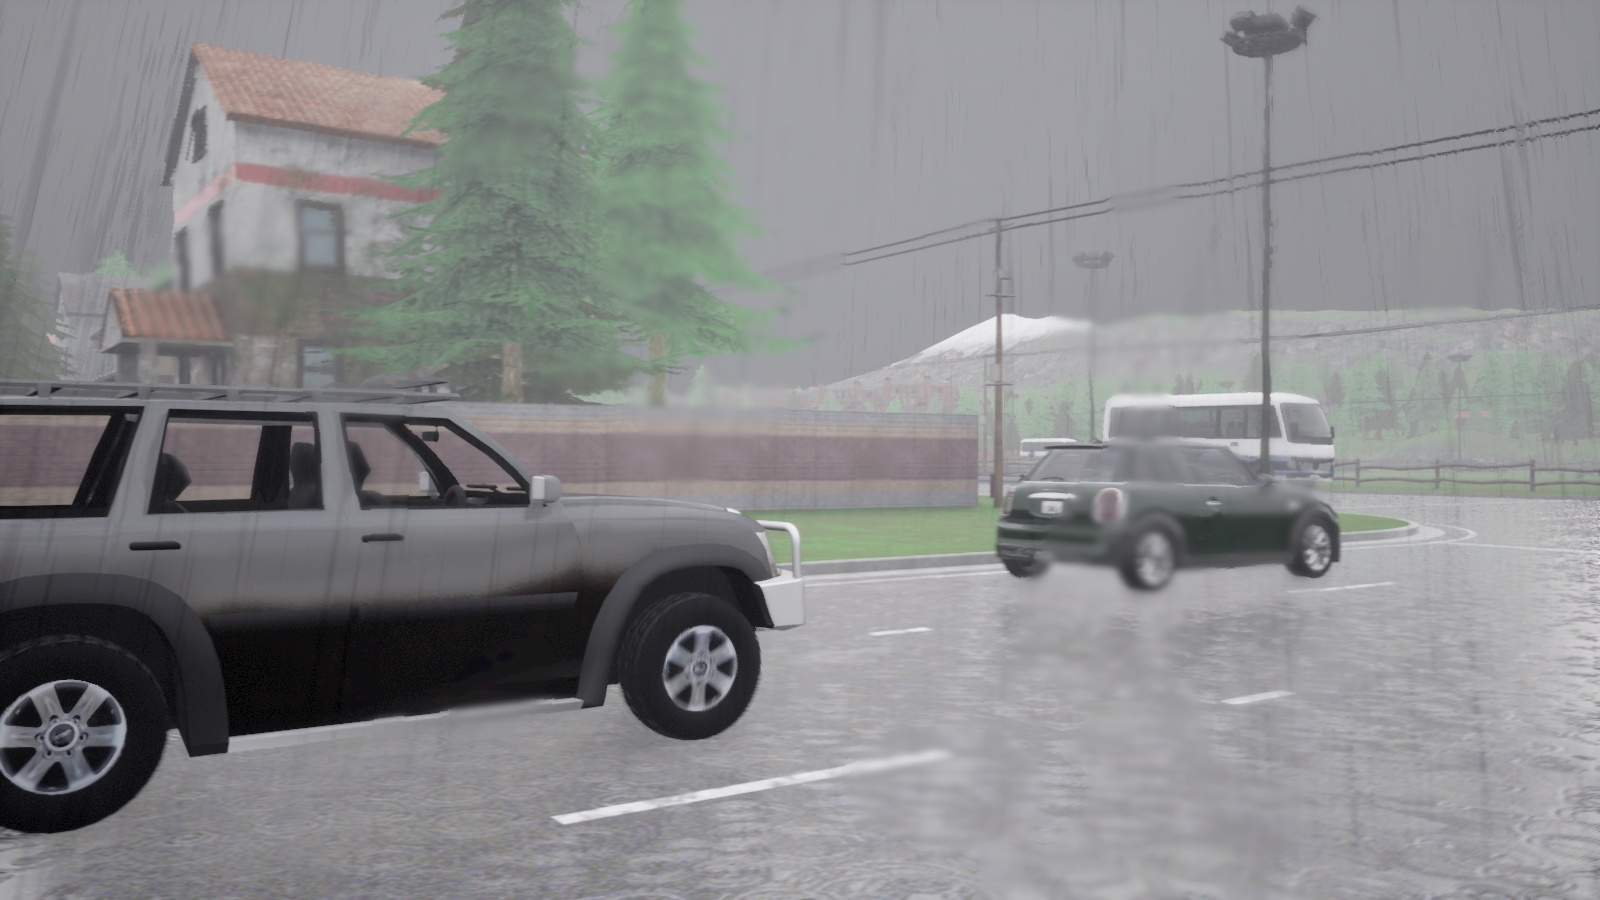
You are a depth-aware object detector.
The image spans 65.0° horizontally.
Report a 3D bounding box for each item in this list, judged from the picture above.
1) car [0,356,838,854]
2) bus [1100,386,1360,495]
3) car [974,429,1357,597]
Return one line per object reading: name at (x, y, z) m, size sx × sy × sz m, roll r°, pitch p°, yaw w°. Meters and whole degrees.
car at (-2.234, 0.586, 6.370) m, size 4.605 × 1.855 × 1.932 m, roll 0°, pitch 0°, yaw -35°
bus at (18.316, -0.403, 54.414) m, size 3.944 × 4.253 × 10.273 m, roll 0°, pitch 0°, yaw -35°
car at (4.533, 0.667, 15.340) m, size 4.553 × 1.767 × 2.097 m, roll 0°, pitch 0°, yaw -35°
